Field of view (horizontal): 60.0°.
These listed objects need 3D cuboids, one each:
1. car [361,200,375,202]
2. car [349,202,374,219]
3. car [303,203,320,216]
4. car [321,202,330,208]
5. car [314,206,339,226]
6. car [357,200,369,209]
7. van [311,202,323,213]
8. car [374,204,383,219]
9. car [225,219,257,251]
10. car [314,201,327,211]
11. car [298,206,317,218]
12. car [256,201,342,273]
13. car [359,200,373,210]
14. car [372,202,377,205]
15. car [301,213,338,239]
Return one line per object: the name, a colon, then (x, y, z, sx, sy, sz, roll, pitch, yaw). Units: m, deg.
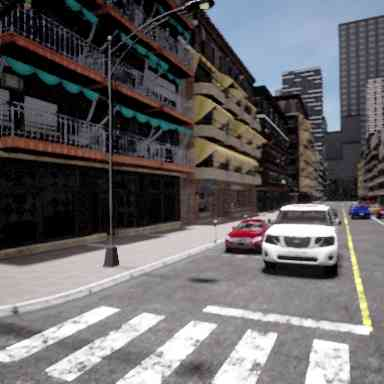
car: (31.113, 2.485, 58.045, 2.192, 1.841, 5.009, -2, -2, 24)
car: (19.149, 2.249, 37.806, 1.882, 1.535, 5.008, -1, -1, 24)
car: (16.628, 2.426, 46.157, 1.967, 1.590, 4.097, -2, -2, 24)
car: (34.961, 3.415, 87.041, 1.802, 1.307, 4.206, -2, -2, 24)
car: (12.418, 2.121, 30.480, 1.882, 1.535, 5.008, -1, -1, 24)
car: (40.294, 2.909, 78.482, 2.192, 1.841, 5.009, -2, -2, 24)
van: (21.216, 2.539, 56.379, 1.690, 1.788, 3.998, -2, -2, 24)
car: (21.938, 2.330, 37.600, 1.802, 1.307, 4.206, -2, -2, 24)
car: (2.860, 1.936, 15.497, 1.802, 1.307, 4.206, -2, -2, 24)
car: (25.784, 2.724, 66.607, 2.192, 1.841, 5.009, -2, -2, 24)
car: (14.335, 2.463, 41.044, 1.802, 1.307, 4.206, -2, -2, 24)
car: (4.149, 1.487, 12.124, 2.150, 2.045, 5.566, -1, -1, 24)
car: (35.703, 2.697, 68.264, 2.192, 1.841, 5.009, -2, -2, 24)
car: (26.597, 2.487, 47.975, 1.752, 1.417, 4.829, -2, -2, 24)
car: (8.181, 2.051, 21.090, 1.895, 1.301, 4.718, -1, -1, 24)
